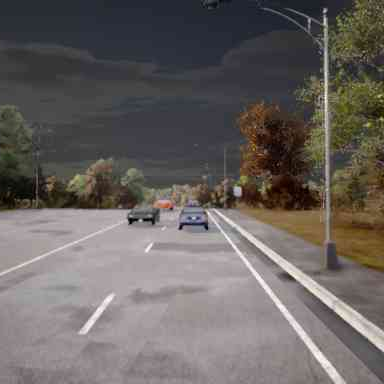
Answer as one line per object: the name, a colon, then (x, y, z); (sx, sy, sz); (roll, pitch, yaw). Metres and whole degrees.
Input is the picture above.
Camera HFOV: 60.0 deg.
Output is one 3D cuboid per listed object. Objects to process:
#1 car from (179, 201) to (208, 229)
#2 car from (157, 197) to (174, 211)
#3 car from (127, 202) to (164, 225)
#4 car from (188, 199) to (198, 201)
car: (0.102, 1.572, 21.799); (2.033, 1.411, 5.357); (0, 0, 0)
car: (-3.394, 1.444, 42.342); (2.097, 1.767, 4.553); (0, -1, 0)
car: (-3.418, 1.628, 24.382); (1.895, 1.301, 4.718); (0, 0, 0)
car: (0.118, 1.614, 40.912); (2.033, 1.411, 5.357); (0, -1, 0)
